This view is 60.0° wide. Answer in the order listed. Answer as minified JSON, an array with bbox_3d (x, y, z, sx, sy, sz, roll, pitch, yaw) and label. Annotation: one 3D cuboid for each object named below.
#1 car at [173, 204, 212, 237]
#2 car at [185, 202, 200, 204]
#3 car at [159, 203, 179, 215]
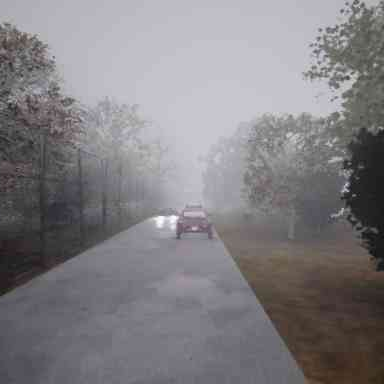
[{"bbox_3d":[0.126,1.617,18.470,1.812,1.442,4.674,0,-1,0],"label":"car"},{"bbox_3d":[0.204,1.826,36.664,1.882,1.535,5.008,0,-1,0],"label":"car"},{"bbox_3d":[-2.734,1.981,38.333,1.895,1.301,4.718,0,-1,0],"label":"car"}]
